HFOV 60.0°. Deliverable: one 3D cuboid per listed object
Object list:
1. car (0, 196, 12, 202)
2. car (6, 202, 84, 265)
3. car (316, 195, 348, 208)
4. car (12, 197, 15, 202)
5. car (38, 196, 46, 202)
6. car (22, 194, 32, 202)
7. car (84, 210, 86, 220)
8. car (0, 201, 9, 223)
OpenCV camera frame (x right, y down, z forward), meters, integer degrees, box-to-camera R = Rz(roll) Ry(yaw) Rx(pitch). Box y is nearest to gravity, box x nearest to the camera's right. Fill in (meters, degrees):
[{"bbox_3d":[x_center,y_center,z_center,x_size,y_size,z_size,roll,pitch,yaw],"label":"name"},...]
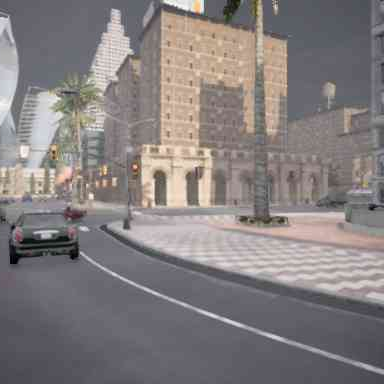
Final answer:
[{"bbox_3d":[-37.343,1.772,65.571,1.882,1.535,5.008,0,0,-24],"label":"car"},{"bbox_3d":[-5.604,1.413,12.342,2.097,1.767,4.553,0,0,-29],"label":"car"},{"bbox_3d":[22.962,1.577,54.541,5.566,2.045,2.150,0,0,-24],"label":"car"},{"bbox_3d":[-43.964,1.864,80.534,1.837,1.490,4.892,0,0,-24],"label":"car"},{"bbox_3d":[-38.407,1.994,85.233,1.895,1.301,4.718,0,0,-25],"label":"car"},{"bbox_3d":[-41.454,1.611,83.484,2.150,2.045,5.566,0,0,-25],"label":"car"},{"bbox_3d":[-9.961,1.730,26.155,1.895,1.301,4.718,0,0,2],"label":"car"},{"bbox_3d":[-16.002,1.681,26.355,1.994,1.385,4.181,0,0,-24],"label":"car"}]
